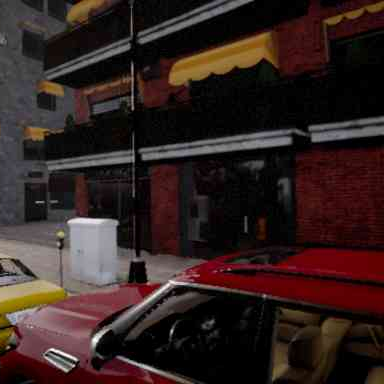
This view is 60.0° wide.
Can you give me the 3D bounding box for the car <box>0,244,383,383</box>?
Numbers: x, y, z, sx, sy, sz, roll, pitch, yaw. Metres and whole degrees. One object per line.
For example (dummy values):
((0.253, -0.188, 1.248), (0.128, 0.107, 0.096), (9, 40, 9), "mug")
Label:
((0.682, 1.317, 2.258), (5.009, 1.841, 2.192), (0, -1, 36), "car")
